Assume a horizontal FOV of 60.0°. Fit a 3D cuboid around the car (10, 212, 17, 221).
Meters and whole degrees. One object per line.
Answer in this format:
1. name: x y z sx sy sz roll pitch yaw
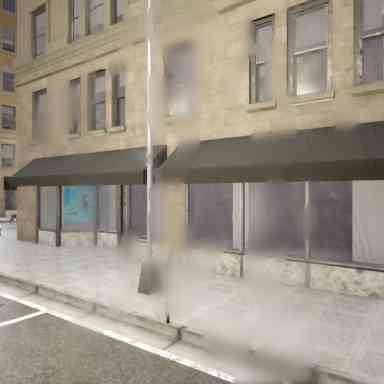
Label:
1. car: -11.204 1.636 26.125 2.033 1.411 5.357 0 0 36
